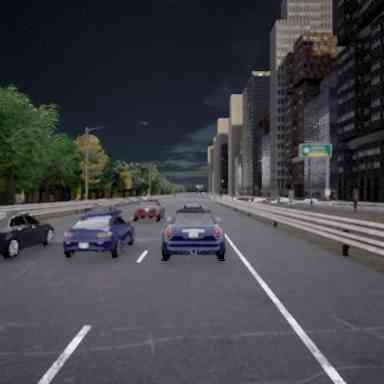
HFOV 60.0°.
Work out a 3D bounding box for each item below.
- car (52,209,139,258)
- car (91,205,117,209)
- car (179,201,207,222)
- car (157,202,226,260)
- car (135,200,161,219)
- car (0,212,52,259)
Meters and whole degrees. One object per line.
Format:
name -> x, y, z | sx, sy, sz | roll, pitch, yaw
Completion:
car -> -3.433, 1.561, 12.855 | 1.812, 1.442, 4.674 | 0, -1, 0
car -> -6.945, 1.683, 26.553 | 1.895, 1.301, 4.718 | 0, 0, 0
car -> 0.062, 1.580, 27.970 | 2.128, 1.511, 4.902 | 0, 0, 0
car -> 0.062, 1.385, 12.665 | 2.097, 1.767, 4.553 | 0, 0, 0
car -> -3.440, 1.437, 27.672 | 2.097, 1.767, 4.553 | 0, 0, 0
car -> -6.935, 1.538, 12.656 | 1.837, 1.490, 4.892 | 0, 0, 0
